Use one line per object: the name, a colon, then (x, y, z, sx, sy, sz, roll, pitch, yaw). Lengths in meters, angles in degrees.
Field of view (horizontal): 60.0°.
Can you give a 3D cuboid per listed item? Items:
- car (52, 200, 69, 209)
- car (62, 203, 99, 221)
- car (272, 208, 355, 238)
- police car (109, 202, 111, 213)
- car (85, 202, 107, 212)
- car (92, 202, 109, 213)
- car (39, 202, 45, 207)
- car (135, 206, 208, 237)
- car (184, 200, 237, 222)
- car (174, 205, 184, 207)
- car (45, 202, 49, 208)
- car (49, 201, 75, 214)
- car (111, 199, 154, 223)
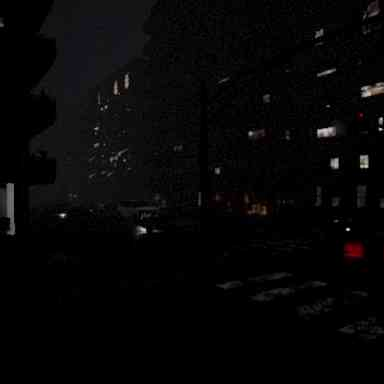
car: (-28.114, 2.586, 71.146, 2.192, 1.841, 5.009, -2, 0, -36)
car: (-11.498, 2.142, 34.127, 1.887, 1.381, 4.507, -2, 0, -36)
car: (6.648, 1.660, 18.831, 1.837, 1.490, 4.892, 1, -2, -29)
police car: (-11.958, 2.218, 49.780, 1.930, 1.638, 5.238, 0, -1, -36)
car: (-16.006, 2.394, 55.354, 1.882, 1.535, 5.008, 0, -1, -36)
car: (-14.137, 2.344, 47.532, 2.033, 1.411, 5.357, 0, -1, -36)
car: (-34.771, 3.012, 80.305, 1.887, 1.381, 4.507, -2, 0, -36)
car: (-1.403, 1.812, 20.250, 1.752, 1.417, 4.829, -2, 0, -36)
car: (1.873, 1.676, 29.928, 2.192, 1.841, 5.009, -2, 0, -36)
car: (-1.453, 2.008, 34.508, 1.887, 1.381, 4.507, -2, 0, -36)
car: (-31.438, 2.935, 75.725, 1.947, 1.339, 4.313, -2, 0, -36)
car: (-19.018, 2.429, 49.043, 2.033, 1.411, 5.357, 0, -1, -36)
car: (-4.768, 1.666, 29.300, 2.150, 2.045, 5.566, 0, -1, -36)
